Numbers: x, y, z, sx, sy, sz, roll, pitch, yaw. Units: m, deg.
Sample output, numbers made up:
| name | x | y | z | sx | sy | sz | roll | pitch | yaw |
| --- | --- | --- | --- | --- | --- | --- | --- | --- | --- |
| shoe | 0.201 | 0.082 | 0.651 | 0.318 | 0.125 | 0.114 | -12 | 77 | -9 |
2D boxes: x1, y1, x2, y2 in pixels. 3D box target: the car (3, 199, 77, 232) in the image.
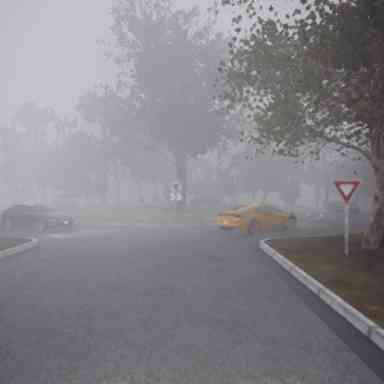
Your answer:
| name | x | y | z | sx | sy | sz | roll | pitch | yaw |
| --- | --- | --- | --- | --- | --- | --- | --- | --- | --- |
| car | -8.767 | 1.368 | 18.947 | 4.892 | 1.490 | 1.837 | 0 | 1 | 32 |

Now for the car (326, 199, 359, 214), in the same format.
| name | x | y | z | sx | sy | sz | roll | pitch | yaw |
| --- | --- | --- | --- | --- | --- | --- | --- | --- | --- |
| car | 14.374 | 1.333 | 31.985 | 1.994 | 1.385 | 4.181 | 0 | 0 | 7 |

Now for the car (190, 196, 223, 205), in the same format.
| name | x | y | z | sx | sy | sz | roll | pitch | yaw |
| --- | --- | --- | --- | --- | --- | --- | --- | --- | --- |
| car | 2.069 | 1.251 | 49.038 | 4.718 | 1.301 | 1.895 | 0 | 0 | 13 |

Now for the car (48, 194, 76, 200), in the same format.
| name | x | y | z | sx | sy | sz | roll | pitch | yaw |
| --- | --- | --- | --- | --- | --- | --- | --- | --- | --- |
| car | -16.145 | 1.064 | 39.946 | 2.097 | 1.767 | 4.553 | 0 | 1 | 28 |

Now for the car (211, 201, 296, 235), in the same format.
| name | x | y | z | sx | sy | sz | roll | pitch | yaw |
| --- | --- | --- | --- | --- | --- | --- | --- | --- | --- |
| car | 3.638 | 1.347 | 18.052 | 5.008 | 1.535 | 1.882 | 0 | -1 | -38 |
